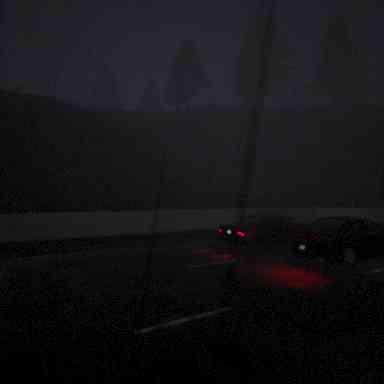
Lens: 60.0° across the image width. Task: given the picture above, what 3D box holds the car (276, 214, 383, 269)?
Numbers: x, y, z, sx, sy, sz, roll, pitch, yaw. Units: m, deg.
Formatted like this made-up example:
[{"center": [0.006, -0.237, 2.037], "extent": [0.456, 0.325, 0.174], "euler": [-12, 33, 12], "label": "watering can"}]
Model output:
[{"center": [5.541, 1.603, 11.742], "extent": [5.008, 1.535, 1.882], "euler": [1, -1, -32], "label": "car"}]

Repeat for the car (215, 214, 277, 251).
[{"center": [3.573, 1.675, 14.708], "extent": [5.357, 1.411, 2.033], "euler": [1, 0, -34], "label": "car"}]
